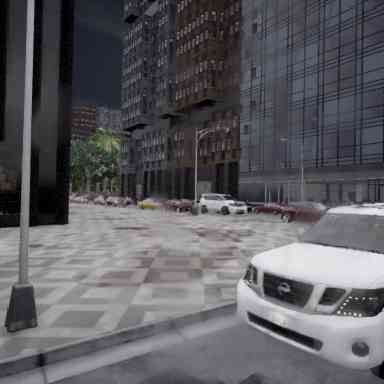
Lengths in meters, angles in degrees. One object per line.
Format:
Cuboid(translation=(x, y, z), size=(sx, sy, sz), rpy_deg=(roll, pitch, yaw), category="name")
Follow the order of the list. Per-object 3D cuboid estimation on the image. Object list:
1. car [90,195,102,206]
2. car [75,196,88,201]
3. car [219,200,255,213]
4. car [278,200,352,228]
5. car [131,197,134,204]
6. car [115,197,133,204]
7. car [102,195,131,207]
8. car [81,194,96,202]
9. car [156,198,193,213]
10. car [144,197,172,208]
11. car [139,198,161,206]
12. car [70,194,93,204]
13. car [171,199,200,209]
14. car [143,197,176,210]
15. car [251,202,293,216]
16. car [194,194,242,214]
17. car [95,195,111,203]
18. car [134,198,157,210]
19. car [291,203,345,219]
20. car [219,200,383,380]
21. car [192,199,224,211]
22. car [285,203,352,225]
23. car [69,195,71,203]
Cuboid(translation=(-14.322, 1.529, 53.098), size=(1.802, 1.307, 4.206), rpy_deg=(2, -1, -35), category="car")
Cuboid(translation=(-29.770, 1.694, 89.452), size=(1.752, 1.417, 4.829), rpy_deg=(2, -1, -35), category="car")
Cuboid(translation=(5.363, 1.727, 40.167), size=(1.947, 1.339, 4.313), rpy_deg=(2, -1, -35), category="car")
Cuboid(translation=(7.961, 1.367, 21.847), size=(1.967, 1.590, 4.097), rpy_deg=(2, -1, -37), category="car")
Cuboid(translation=(-11.245, 1.624, 58.709), size=(1.812, 1.442, 4.674), rpy_deg=(2, -1, -35), category="car")
Cuboid(translation=(-13.747, 1.736, 66.975), size=(1.947, 1.339, 4.313), rpy_deg=(2, -1, -35), category="car")
Cuboid(translation=(-11.134, 1.386, 48.632), size=(1.967, 1.590, 4.097), rpy_deg=(2, -1, -35), category="car")
Cuboid(translation=(-26.482, 1.484, 84.849), size=(2.192, 1.841, 5.009), rpy_deg=(2, -1, -35), category="car")
Cuboid(translation=(-1.579, 1.482, 35.225), size=(1.887, 1.381, 4.507), rpy_deg=(2, -1, -35), category="car")
Cuboid(translation=(-5.172, 1.589, 50.263), size=(2.128, 1.511, 4.902), rpy_deg=(2, -1, -35), category="car")
Cuboid(translation=(-7.377, 1.722, 58.040), size=(2.008, 1.369, 4.403), rpy_deg=(2, -1, -35), category="car")
Cuboid(translation=(-20.593, 1.472, 61.898), size=(1.752, 1.417, 4.829), rpy_deg=(2, -1, -35), category="car")
Cuboid(translation=(-1.007, 1.718, 49.103), size=(2.008, 1.369, 4.403), rpy_deg=(2, -1, -35), category="car")
Cuboid(translation=(-4.344, 1.503, 43.727), size=(2.128, 1.511, 4.902), rpy_deg=(2, -1, -35), category="car")
Cuboid(translation=(8.547, 1.740, 35.700), size=(1.802, 1.307, 4.206), rpy_deg=(2, -1, -35), category="car")
Cuboid(translation=(2.999, 1.227, 33.400), size=(2.150, 2.045, 5.566), rpy_deg=(2, -1, -36), category="car")
Cuboid(translation=(-20.290, 1.513, 75.515), size=(2.097, 1.767, 4.553), rpy_deg=(2, -1, -35), category="car")
Cuboid(translation=(-4.666, 1.466, 39.555), size=(1.752, 1.417, 4.829), rpy_deg=(2, -1, -35), category="car")
Cuboid(translation=(11.732, 1.720, 31.232), size=(1.947, 1.339, 4.313), rpy_deg=(2, -1, -35), category="car")
Cuboid(translation=(3.329, 1.225, 5.741), size=(5.566, 2.045, 2.150), rpy_deg=(0, 0, -35), category="car")
Cuboid(translation=(2.080, 1.690, 44.774), size=(1.752, 1.417, 4.829), rpy_deg=(2, -1, -35), category="car")
Cuboid(translation=(9.259, 1.562, 24.604), size=(1.994, 1.385, 4.181), rpy_deg=(2, -1, -36), category="car")
Cuboid(translation=(-23.876, 1.386, 66.507), size=(1.967, 1.590, 4.097), rpy_deg=(2, -1, -35), category="car")
